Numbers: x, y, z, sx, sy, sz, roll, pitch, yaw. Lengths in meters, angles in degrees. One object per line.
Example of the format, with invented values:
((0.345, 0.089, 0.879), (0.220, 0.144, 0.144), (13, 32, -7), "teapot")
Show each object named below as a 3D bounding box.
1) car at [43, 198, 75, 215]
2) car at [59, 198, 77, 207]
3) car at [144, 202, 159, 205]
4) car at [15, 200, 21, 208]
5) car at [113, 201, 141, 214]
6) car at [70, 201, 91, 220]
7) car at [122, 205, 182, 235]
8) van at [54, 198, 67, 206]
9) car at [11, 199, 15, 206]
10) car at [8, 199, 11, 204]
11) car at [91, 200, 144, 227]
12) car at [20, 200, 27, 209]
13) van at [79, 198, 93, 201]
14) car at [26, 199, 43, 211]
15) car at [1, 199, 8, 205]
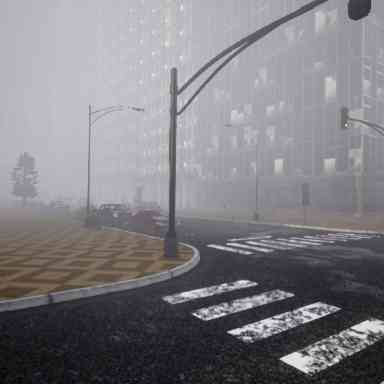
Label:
((-15.259, 1.739, 38.011), (1.967, 1.590, 4.097), (1, -1, -35), "car")
((-24.662, 2.036, 66.106), (2.192, 1.841, 5.009), (1, -1, -35), "car")
((-5.135, 1.832, 38.149), (1.967, 1.590, 4.097), (1, -1, -35), "car")
((-28.277, 2.062, 56.647), (1.887, 1.381, 4.507), (1, -1, -35), "car")
((-8.486, 1.974, 42.946), (1.752, 1.417, 4.829), (1, -1, -35), "car")
((-8.653, 1.713, 28.552), (1.752, 1.417, 4.829), (1, -1, -35), "car")
((-2.241, 1.662, 19.372), (1.802, 1.307, 4.206), (1, -1, -35), "car")
((-27.916, 2.117, 70.765), (1.690, 1.788, 3.998), (1, -1, -35), "van")
((-31.533, 2.123, 61.305), (2.008, 1.369, 4.403), (1, -1, -35), "car")
((-34.787, 2.209, 65.965), (1.802, 1.307, 4.206), (1, -1, -35), "car")
((-5.496, 1.575, 24.033), (1.967, 1.590, 4.097), (1, -1, -35), "car")
((-25.023, 2.029, 51.987), (1.947, 1.339, 4.313), (1, -1, -35), "car")
((-18.153, 1.952, 56.787), (1.690, 1.788, 3.998), (1, -1, -35), "van")
((-21.769, 1.959, 47.328), (2.008, 1.369, 4.403), (1, -1, -35), "car")
((-41.296, 2.287, 75.283), (2.008, 1.369, 4.403), (1, -1, -35), "car")
